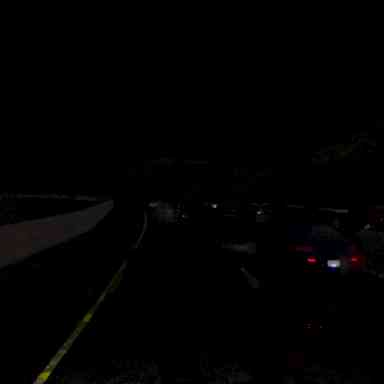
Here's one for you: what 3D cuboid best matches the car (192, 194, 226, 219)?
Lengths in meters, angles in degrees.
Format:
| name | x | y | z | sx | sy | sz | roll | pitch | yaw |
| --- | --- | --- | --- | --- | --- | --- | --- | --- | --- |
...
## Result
| name | x | y | z | sx | sy | sz | roll | pitch | yaw |
| --- | --- | --- | --- | --- | --- | --- | --- | --- | --- |
| car | 1.388 | 1.201 | 28.613 | 2.150 | 2.045 | 5.566 | 0 | 0 | -8 |

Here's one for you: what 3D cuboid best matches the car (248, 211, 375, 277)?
| name | x | y | z | sx | sy | sz | roll | pitch | yaw |
| --- | --- | --- | --- | --- | --- | --- | --- | --- | --- |
| car | 3.222 | 1.515 | 10.128 | 1.812 | 1.442 | 4.674 | 0 | 0 | -3 |

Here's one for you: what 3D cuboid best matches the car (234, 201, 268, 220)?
| name | x | y | z | sx | sy | sz | roll | pitch | yaw |
| --- | --- | --- | --- | --- | --- | --- | --- | --- | --- |
| car | 4.965 | 1.501 | 28.170 | 1.812 | 1.442 | 4.674 | 0 | 0 | -8 |

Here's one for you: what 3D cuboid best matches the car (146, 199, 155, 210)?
| name | x | y | z | sx | sy | sz | roll | pitch | yaw |
| --- | --- | --- | --- | --- | --- | --- | --- | --- | --- |
| car | -4.785 | 1.579 | 42.798 | 1.895 | 1.301 | 4.718 | 0 | 0 | -13 |

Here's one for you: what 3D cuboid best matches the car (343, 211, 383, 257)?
| name | x | y | z | sx | sy | sz | roll | pitch | yaw |
| --- | --- | --- | --- | --- | --- | --- | --- | --- | --- |
| car | 6.726 | 1.510 | 10.096 | 1.812 | 1.442 | 4.674 | 0 | 0 | -3 |

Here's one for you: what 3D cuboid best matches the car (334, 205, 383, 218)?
| name | x | y | z | sx | sy | sz | roll | pitch | yaw |
| --- | --- | --- | --- | --- | --- | --- | --- | --- | --- |
| car | 9.644 | 1.453 | 18.162 | 1.882 | 1.535 | 5.008 | 0 | 0 | -5 |

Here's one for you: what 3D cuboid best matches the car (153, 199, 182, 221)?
| name | x | y | z | sx | sy | sz | roll | pitch | yaw |
| --- | --- | --- | --- | --- | --- | --- | --- | --- | --- |
| car | -1.915 | 1.549 | 26.784 | 1.994 | 1.385 | 4.181 | 0 | 0 | -8 |
